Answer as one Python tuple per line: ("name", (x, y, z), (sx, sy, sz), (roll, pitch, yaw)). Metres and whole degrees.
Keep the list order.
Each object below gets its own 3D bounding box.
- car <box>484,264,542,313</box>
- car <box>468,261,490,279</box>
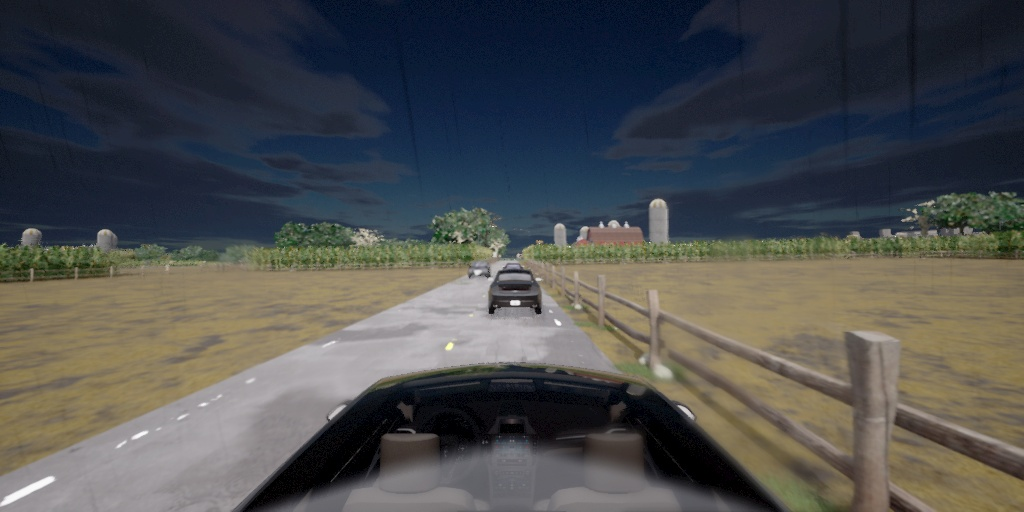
("car", (0.105, 1.249, 13.897), (1.837, 1.490, 4.892), (0, 0, 0))
("car", (-2.832, 1.207, 32.145), (2.128, 1.511, 4.902), (0, 0, 0))
